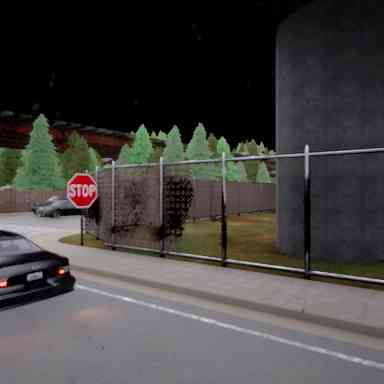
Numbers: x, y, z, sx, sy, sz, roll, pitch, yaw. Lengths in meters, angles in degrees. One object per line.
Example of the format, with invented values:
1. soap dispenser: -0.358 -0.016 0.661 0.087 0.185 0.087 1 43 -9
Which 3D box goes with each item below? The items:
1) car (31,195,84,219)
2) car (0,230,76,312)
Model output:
1. car: -11.319 1.397 29.361 2.097 1.767 4.553 0 0 36
2. car: -4.852 1.561 7.423 5.357 1.411 2.033 0 0 36
